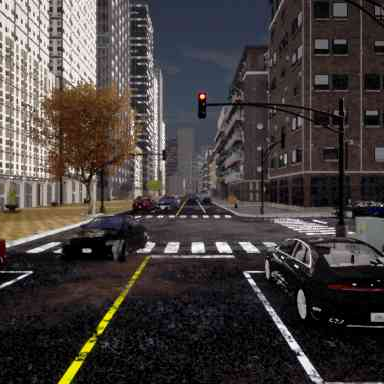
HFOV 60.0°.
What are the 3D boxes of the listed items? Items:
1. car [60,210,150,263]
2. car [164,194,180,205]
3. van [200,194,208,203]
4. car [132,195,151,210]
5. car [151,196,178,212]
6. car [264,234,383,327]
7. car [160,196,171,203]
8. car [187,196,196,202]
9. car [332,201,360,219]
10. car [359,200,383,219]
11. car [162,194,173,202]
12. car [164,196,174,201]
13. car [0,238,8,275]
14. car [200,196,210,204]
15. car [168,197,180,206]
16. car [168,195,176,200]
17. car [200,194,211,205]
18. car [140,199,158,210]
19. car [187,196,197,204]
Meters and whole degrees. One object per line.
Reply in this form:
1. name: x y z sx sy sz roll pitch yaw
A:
1. car: -2.922 1.566 11.898 1.994 1.385 4.181 0 0 7
2. car: -3.137 1.382 48.364 2.097 1.767 4.553 0 0 0
3. van: 2.627 1.402 72.451 1.690 1.788 3.998 0 0 0
4. car: -5.726 1.336 39.306 2.192 1.841 5.009 0 0 0
5. car: -3.133 1.512 38.486 2.128 1.511 4.902 0 0 0
6. car: 2.682 1.551 6.925 2.008 1.369 4.403 0 0 0
7. car: -5.753 1.627 72.444 1.947 1.339 4.313 0 0 0
8. car: -0.067 1.625 78.919 1.994 1.385 4.181 0 0 0
9. car: 13.403 1.350 26.340 4.403 1.369 2.008 -1 1 -1
10. car: 15.001 1.378 23.779 4.718 1.301 1.895 -1 0 -1
11. car: -5.758 1.385 77.966 2.192 1.841 5.009 0 0 0
12. car: -5.763 1.632 83.489 2.008 1.369 4.403 0 0 0
13. car: -5.698 1.545 6.918 1.887 1.381 4.507 0 0 0
14. car: 2.632 1.578 67.097 1.752 1.417 4.829 0 0 0
15. car: -3.130 1.642 58.435 1.895 1.301 4.718 0 0 0
16. car: -5.772 1.654 94.535 2.008 1.369 4.403 0 0 0
17. car: 2.637 1.610 61.404 1.947 1.339 4.313 0 0 0
18. car: -5.730 1.592 44.829 1.947 1.339 4.313 0 0 0
19. car: 0.046 1.612 64.723 1.994 1.385 4.181 0 0 0
